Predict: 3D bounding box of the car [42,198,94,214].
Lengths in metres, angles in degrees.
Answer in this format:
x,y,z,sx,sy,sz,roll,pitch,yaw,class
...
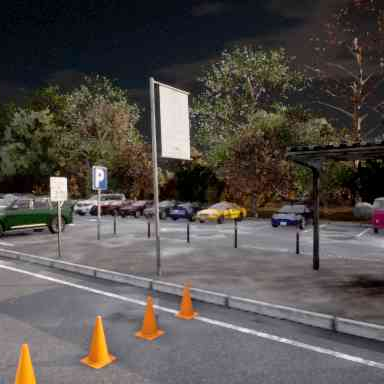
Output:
x,y,z,sx,sy,sz,roll,pitch,yaw,class
-13.501,1.455,36.522,2.097,1.535,5.008,0,0,35,car

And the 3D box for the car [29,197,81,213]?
x,y,z,sx,sy,sz,roll,pitch,yaw,class
-15.665,1.444,38.274,1.946,1.575,5.366,0,0,35,car

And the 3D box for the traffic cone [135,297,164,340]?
x,y,z,sx,sy,sz,roll,pitch,yaw,class
-0.671,1.957,5.257,0.340,0.580,0.340,0,0,35,traffic cone

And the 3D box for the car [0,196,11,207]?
x,y,z,sx,sy,sz,roll,pitch,yaw,class
-29.295,1.332,47.849,1.946,1.575,5.366,1,0,35,car

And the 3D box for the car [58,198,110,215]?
x,y,z,sx,sy,sz,roll,pitch,yaw,class
-11.229,1.461,34.925,2.231,1.521,4.892,0,0,35,car

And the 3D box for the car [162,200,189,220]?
x,y,z,sx,sy,sz,roll,pitch,yaw,class
0.147,1.504,26.978,2.163,1.488,4.792,0,0,35,car

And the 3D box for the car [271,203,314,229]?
x,y,z,sx,sy,sz,roll,pitch,yaw,class
6.929,1.513,22.144,2.163,1.488,4.792,0,0,35,car

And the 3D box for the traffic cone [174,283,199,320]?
x,y,z,sx,sy,sz,roll,pitch,yaw,class
-0.096,1.957,6.073,0.340,0.580,0.340,0,0,36,traffic cone

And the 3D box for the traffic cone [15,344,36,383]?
x,y,z,sx,sy,sz,roll,pitch,yaw,class
-1.821,1.957,3.624,0.340,0.580,0.340,0,0,35,traffic cone

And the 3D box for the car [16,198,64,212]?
x,y,z,sx,sy,sz,roll,pitch,yaw,class
-18.056,1.469,39.692,2.163,1.488,4.792,0,0,35,car

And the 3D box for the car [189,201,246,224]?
x,y,z,sx,sy,sz,roll,pitch,yaw,class
2.295,1.475,25.207,1.946,1.575,5.366,0,0,35,car

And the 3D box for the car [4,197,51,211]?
x,y,z,sx,sy,sz,roll,pitch,yaw,class
-20.300,1.452,41.339,2.163,1.488,4.792,0,0,35,car

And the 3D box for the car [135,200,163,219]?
x,y,z,sx,sy,sz,roll,pitch,yaw,class
-2.136,1.473,28.554,2.231,1.521,4.892,0,0,35,car

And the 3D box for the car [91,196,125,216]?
x,y,z,sx,sy,sz,roll,pitch,yaw,class
-6.680,1.466,31.744,2.097,1.535,5.008,0,0,35,car

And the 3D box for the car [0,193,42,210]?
x,y,z,sx,sy,sz,roll,pitch,yaw,class
-22.602,1.153,42.886,2.435,2.045,5.566,0,0,35,car

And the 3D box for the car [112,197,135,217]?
x,y,z,sx,sy,sz,roll,pitch,yaw,class
-4.408,1.469,30.149,2.097,1.535,5.008,0,0,35,car

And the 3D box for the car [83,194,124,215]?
x,y,z,sx,sy,sz,roll,pitch,yaw,class
-8.971,1.212,33.312,2.435,2.045,5.566,0,0,35,car

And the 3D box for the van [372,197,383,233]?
x,y,z,sx,sy,sz,roll,pitch,yaw,class
11.554,1.264,19.073,1.878,1.987,4.442,0,0,35,van

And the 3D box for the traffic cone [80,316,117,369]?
x,y,z,sx,sy,sz,roll,pitch,yaw,class
-1.246,1.957,4.441,0.340,0.580,0.340,0,0,35,traffic cone

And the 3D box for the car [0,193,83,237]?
x,y,z,sx,sy,sz,roll,pitch,yaw,class
-8.962,1.221,17.323,2.435,2.045,5.566,0,0,35,car
